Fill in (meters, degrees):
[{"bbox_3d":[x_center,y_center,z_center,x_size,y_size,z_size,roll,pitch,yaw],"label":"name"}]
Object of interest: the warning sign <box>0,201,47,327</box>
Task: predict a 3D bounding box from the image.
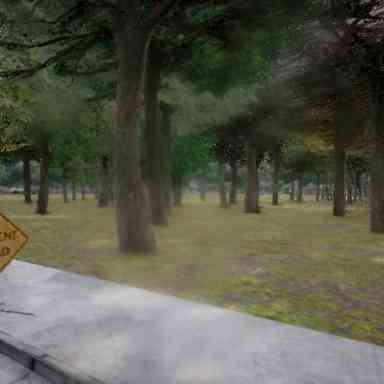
[{"bbox_3d":[-3.262,1.106,5.393,1.060,1.860,1.300,0,0,35],"label":"warning sign"}]
